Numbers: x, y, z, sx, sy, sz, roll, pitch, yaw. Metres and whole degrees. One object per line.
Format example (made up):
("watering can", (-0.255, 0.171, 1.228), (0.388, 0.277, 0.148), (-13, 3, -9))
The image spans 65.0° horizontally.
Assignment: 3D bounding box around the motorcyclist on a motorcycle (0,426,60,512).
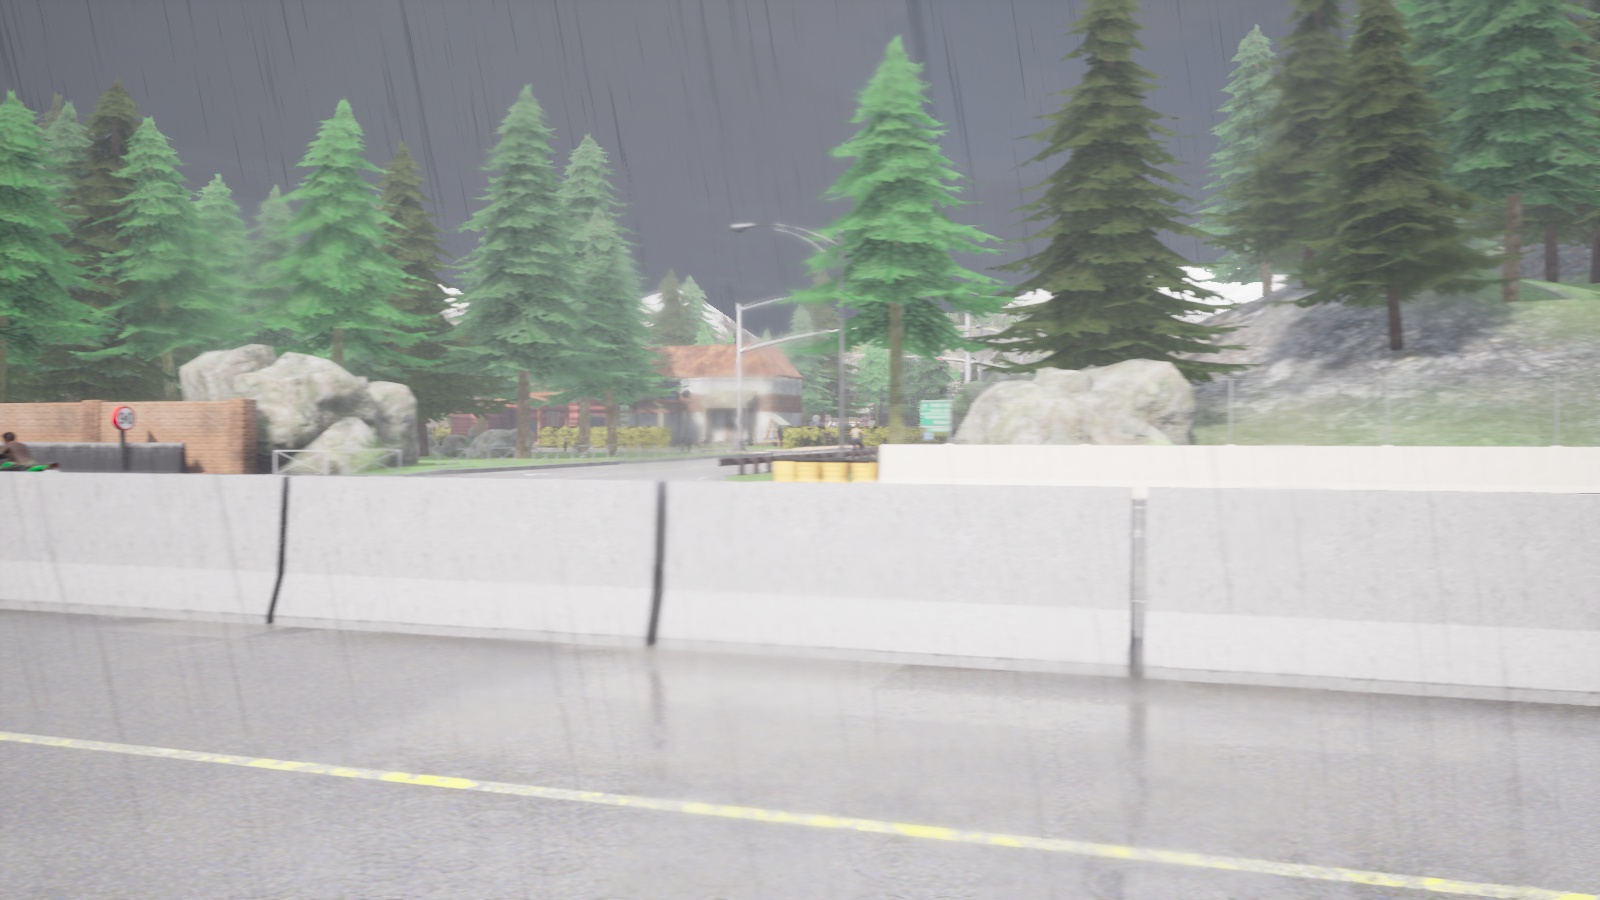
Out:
("motorcyclist on a motorcycle", (-14.605, 0.317, 22.877), (2.044, 1.523, 0.797), (1, 1, 19))
